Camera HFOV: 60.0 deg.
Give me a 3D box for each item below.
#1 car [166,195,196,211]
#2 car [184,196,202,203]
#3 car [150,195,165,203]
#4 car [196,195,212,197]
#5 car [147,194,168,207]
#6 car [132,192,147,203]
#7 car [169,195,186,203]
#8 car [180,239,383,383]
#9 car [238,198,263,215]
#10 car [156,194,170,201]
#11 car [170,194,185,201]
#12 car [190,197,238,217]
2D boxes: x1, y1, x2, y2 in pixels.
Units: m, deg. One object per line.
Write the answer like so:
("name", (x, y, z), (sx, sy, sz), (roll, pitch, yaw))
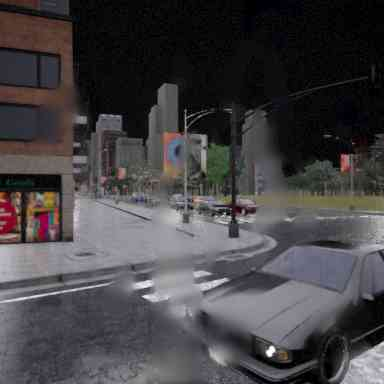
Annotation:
("car", (-1.300, 1.444, 39.703), (1.994, 1.385, 4.181), (0, 0, -20))
("car", (0.186, 1.392, 64.035), (1.895, 1.301, 4.718), (0, 0, -20))
("car", (-6.687, 1.377, 63.817), (1.994, 1.385, 4.181), (0, 0, -20))
("car", (1.803, 1.219, 40.689), (2.097, 1.767, 4.553), (0, 0, -20))
("car", (-4.763, 1.421, 49.060), (1.994, 1.385, 4.181), (0, 0, -21))
("car", (-10.052, 1.050, 63.573), (2.150, 2.045, 5.566), (0, 0, -20))
("car", (-2.851, 1.330, 62.878), (1.812, 1.442, 4.674), (0, 0, -20))
("car", (2.440, 1.547, 5.497), (5.357, 1.411, 2.033), (0, 0, -36))
("car", (4.977, 1.366, 32.207), (1.882, 1.535, 5.008), (0, 0, -21))
("car", (-6.315, 1.187, 72.218), (1.837, 1.490, 4.892), (0, 0, -20))
("car", (-3.268, 1.151, 73.348), (1.882, 1.535, 5.008), (0, 0, -20))
("car", (1.905, 1.449, 31.066), (2.033, 1.411, 5.357), (0, 0, -20))
